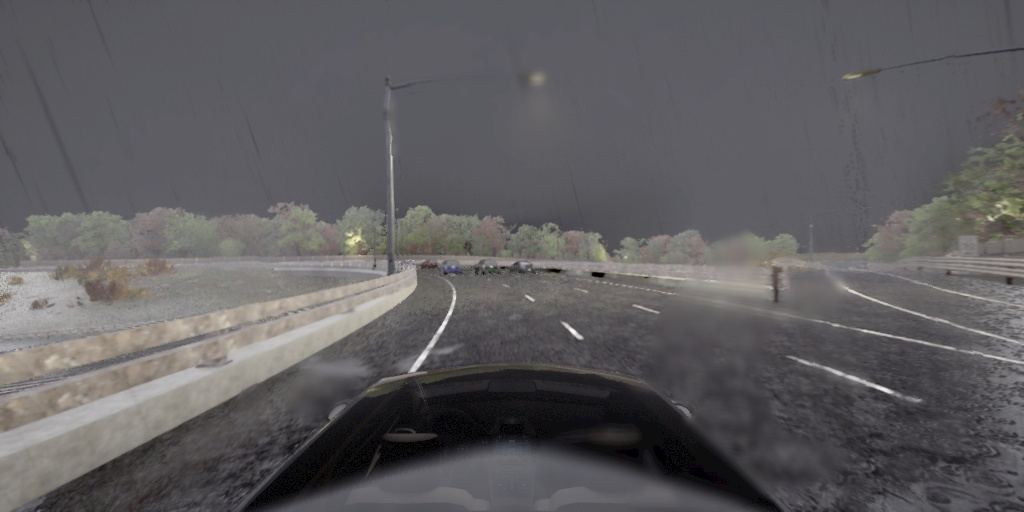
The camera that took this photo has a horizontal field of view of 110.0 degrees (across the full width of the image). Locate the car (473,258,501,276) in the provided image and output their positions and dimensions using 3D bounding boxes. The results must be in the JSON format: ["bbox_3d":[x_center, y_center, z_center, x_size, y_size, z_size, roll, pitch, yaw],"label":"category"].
[{"bbox_3d":[-2.833,1.146,39.183,2.097,1.767,4.553,-1,0,-19],"label":"car"}]

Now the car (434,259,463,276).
[{"bbox_3d":[-7.060,1.223,40.556,2.097,1.767,4.553,-1,0,-21],"label":"car"}]

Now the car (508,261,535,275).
[{"bbox_3d":[1.042,1.247,38.749,1.812,1.442,4.674,-1,0,-19],"label":"car"}]

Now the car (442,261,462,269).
[{"bbox_3d":[-10.608,1.530,63.130,1.895,1.301,4.718,-1,0,-33],"label":"car"}]

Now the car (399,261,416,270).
[{"bbox_3d":[-18.058,1.560,61.727,2.128,1.511,4.902,-1,0,-35],"label":"car"}]

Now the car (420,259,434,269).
[{"bbox_3d":[-14.332,1.350,62.458,2.097,1.767,4.553,-1,0,-33],"label":"car"}]
